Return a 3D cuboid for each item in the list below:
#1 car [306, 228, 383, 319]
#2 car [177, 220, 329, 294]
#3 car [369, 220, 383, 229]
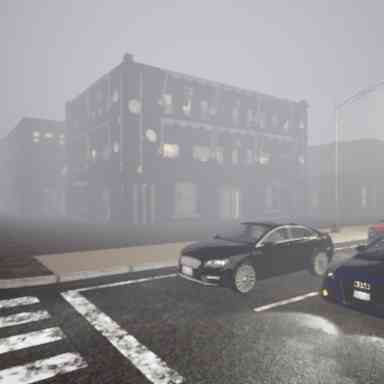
[{"bbox_3d":[4.578,1.639,6.953,4.181,1.385,1.994,1,0,-36],"label":"car"},{"bbox_3d":[1.890,1.557,9.027,4.902,1.511,2.128,1,0,-36],"label":"car"},{"bbox_3d":[9.628,1.636,14.544,5.008,1.535,1.882,1,0,-35],"label":"car"}]
